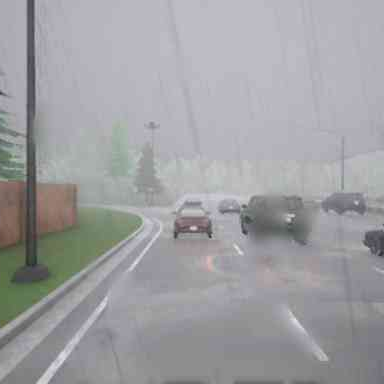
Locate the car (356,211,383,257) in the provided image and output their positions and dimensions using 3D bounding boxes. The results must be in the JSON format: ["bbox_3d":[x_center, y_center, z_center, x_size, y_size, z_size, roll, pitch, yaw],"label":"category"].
[{"bbox_3d":[7.107,1.496,9.610,2.033,1.411,5.357,0,0,0],"label":"car"}]

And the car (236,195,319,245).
[{"bbox_3d":[3.611,1.141,15.328,2.150,2.045,5.566,0,0,0],"label":"car"}]

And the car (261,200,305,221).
[{"bbox_3d":[7.118,1.408,26.681,2.033,1.411,5.357,0,0,0],"label":"car"}]

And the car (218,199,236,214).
[{"bbox_3d":[3.622,1.393,32.638,1.994,1.385,4.181,0,0,0],"label":"car"}]

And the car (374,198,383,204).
[{"bbox_3d":[31.943,1.246,53.584,4.674,1.442,1.812,0,0,29],"label":"car"}]

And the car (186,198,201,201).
[{"bbox_3d":[0.123,1.301,33.694,1.882,1.535,5.008,0,0,0],"label":"car"}]

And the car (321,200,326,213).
[{"bbox_3d":[10.622,1.324,32.107,2.128,1.511,4.902,0,0,0],"label":"car"}]

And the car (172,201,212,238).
[{"bbox_3d":[-0.032,1.435,17.158,1.812,1.442,4.674,0,0,-3],"label":"car"}]

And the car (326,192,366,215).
[{"bbox_3d":[14.121,1.058,31.227,2.150,2.045,5.566,0,0,0],"label":"car"}]
